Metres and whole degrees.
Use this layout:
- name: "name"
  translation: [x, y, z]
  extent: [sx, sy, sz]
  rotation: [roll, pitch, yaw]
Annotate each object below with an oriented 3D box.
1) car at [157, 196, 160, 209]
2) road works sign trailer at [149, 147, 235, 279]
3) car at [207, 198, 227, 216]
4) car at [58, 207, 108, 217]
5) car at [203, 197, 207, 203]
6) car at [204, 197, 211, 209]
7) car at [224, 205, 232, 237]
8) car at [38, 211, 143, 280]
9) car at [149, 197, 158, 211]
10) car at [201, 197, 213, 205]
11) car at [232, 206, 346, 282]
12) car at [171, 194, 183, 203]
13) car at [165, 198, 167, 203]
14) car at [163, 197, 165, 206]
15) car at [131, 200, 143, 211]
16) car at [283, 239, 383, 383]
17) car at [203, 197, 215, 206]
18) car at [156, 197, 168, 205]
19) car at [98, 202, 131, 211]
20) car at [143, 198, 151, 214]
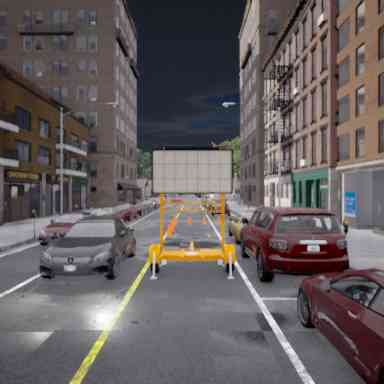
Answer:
- name: "car"
  translation: [-5.354, 1.426, 42.737]
  extent: [1.967, 1.590, 4.097]
  rotation: [0, 0, 0]
- name: "road works sign trailer"
  translation: [0.008, 0.460, 9.994]
  extent: [2.380, 3.560, 2.880]
  rotation: [0, 0, 0]
- name: "car"
  translation: [2.663, 1.568, 31.698]
  extent: [1.802, 1.307, 4.206]
  rotation: [0, 0, 0]
- name: "car"
  translation: [-5.375, 1.575, 15.144]
  extent: [1.802, 1.307, 4.206]
  rotation: [0, 0, 0]
- name: "car"
  translation: [2.671, 1.511, 42.904]
  extent: [1.752, 1.417, 4.829]
  rotation: [0, 0, 0]
- name: "car"
  translation: [2.667, 1.567, 37.216]
  extent: [1.802, 1.307, 4.206]
  rotation: [0, 0, 0]
- name: "car"
  translation: [2.645, 1.518, 15.311]
  extent: [1.752, 1.417, 4.829]
  rotation: [0, 0, 0]
- name: "car"
  translation: [-2.840, 1.521, 10.082]
  extent: [1.812, 1.442, 4.674]
  rotation: [0, 0, 0]
- name: "car"
  translation: [-5.358, 1.536, 37.219]
  extent: [2.008, 1.369, 4.403]
  rotation: [0, 0, 0]
- name: "car"
  translation: [2.685, 1.557, 59.289]
  extent: [1.947, 1.339, 4.313]
  rotation: [0, 0, 0]
- name: "car"
  translation: [2.645, 1.310, 9.625]
  extent: [2.192, 1.841, 5.009]
  rotation: [0, 0, 0]
- name: "car"
  translation: [-2.731, 1.342, 61.003]
  extent: [2.097, 1.767, 4.553]
  rotation: [0, 0, 1]
- name: "car"
  translation: [-5.345, 1.429, 53.775]
  extent: [1.967, 1.590, 4.097]
  rotation: [0, 0, 0]
- name: "car"
  translation: [-5.350, 1.512, 48.086]
  extent: [1.752, 1.417, 4.829]
  rotation: [0, 0, 0]
- name: "car"
  translation: [-5.367, 1.533, 26.182]
  extent: [1.887, 1.381, 4.507]
  rotation: [0, 0, 0]
- name: "car"
  translation: [2.641, 1.580, 4.106]
  extent: [1.802, 1.307, 4.206]
  rotation: [0, 0, 0]
- name: "car"
  translation: [2.680, 1.571, 53.771]
  extent: [1.802, 1.307, 4.206]
  rotation: [0, 0, 0]
- name: "car"
  translation: [-5.340, 1.573, 59.294]
  extent: [1.802, 1.307, 4.206]
  rotation: [0, 0, 0]
- name: "car"
  translation: [-5.371, 1.541, 20.663]
  extent: [2.008, 1.369, 4.403]
  rotation: [0, 0, 0]
- name: "car"
  translation: [-5.362, 1.552, 31.700]
  extent: [1.947, 1.339, 4.313]
  rotation: [0, 0, 0]
